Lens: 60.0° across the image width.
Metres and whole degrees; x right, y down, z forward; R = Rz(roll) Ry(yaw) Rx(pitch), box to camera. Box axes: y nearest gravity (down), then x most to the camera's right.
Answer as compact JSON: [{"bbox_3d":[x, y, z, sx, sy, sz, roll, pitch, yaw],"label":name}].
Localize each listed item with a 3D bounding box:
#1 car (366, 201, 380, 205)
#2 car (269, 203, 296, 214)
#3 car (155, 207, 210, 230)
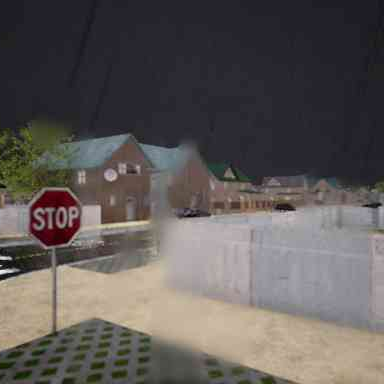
[{"bbox_3d":[43.717,2.824,81.171,2.033,1.411,5.357,-1,-1,35],"label":"car"},{"bbox_3d":[10.737,2.085,39.247,1.812,1.442,4.674,-1,-1,35],"label":"car"},{"bbox_3d":[-0.563,1.825,23.259,2.128,1.511,4.902,-1,-1,35],"label":"car"}]
